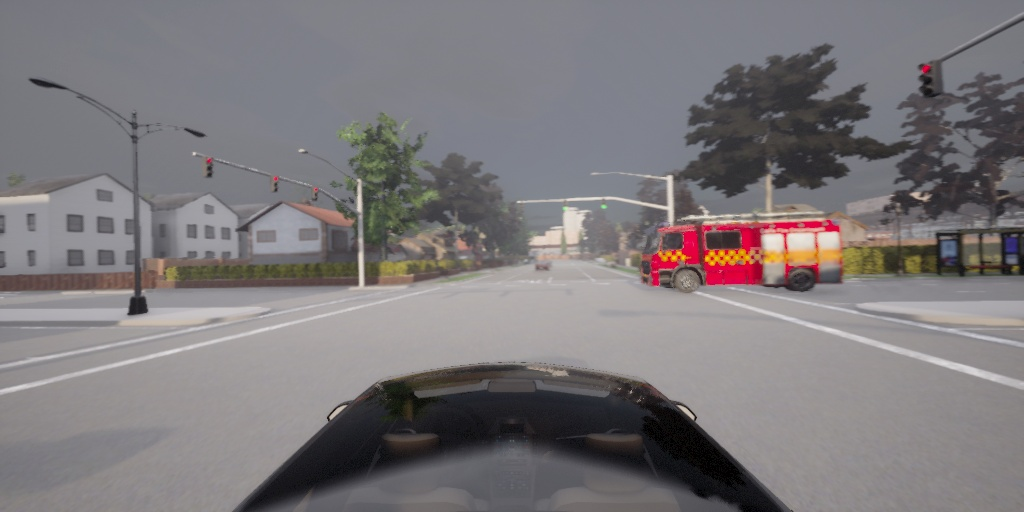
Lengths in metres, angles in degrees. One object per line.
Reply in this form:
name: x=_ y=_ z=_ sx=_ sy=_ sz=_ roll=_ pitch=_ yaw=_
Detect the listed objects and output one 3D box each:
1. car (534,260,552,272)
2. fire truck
car: x=4.351 y=1.382 z=51.728 sx=1.882 sy=1.535 sz=5.008 roll=-2 pitch=0 yaw=9
fire truck: x=11.175 y=-0.123 z=18.288 sx=8.468 sy=3.827 sz=2.891 roll=-2 pitch=0 yaw=8
